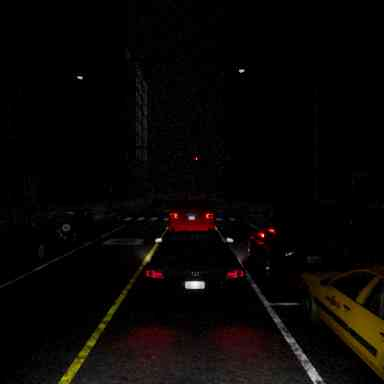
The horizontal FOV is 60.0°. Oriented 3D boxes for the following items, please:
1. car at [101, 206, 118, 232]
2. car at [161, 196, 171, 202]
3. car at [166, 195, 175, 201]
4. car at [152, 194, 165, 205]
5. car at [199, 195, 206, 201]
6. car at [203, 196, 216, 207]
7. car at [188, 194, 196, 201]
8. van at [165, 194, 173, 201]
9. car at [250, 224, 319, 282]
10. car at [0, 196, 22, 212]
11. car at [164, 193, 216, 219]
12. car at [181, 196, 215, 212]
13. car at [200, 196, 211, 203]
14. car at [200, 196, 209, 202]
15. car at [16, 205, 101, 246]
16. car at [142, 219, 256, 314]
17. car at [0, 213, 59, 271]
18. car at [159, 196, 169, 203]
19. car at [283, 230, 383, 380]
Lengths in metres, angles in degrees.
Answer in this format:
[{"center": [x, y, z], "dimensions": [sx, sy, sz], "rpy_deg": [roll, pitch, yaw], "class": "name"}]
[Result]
[{"center": [-5.778, 1.526, 20.321], "dimensions": [1.752, 1.417, 4.829], "rpy_deg": [0, 0, 0], "class": "car"}, {"center": [-5.816, 1.547, 74.041], "dimensions": [1.752, 1.417, 4.829], "rpy_deg": [0, 0, 0], "class": "car"}, {"center": [-5.828, 1.584, 90.524], "dimensions": [2.008, 1.369, 4.403], "rpy_deg": [0, 0, 0], "class": "car"}, {"center": [-5.805, 1.328, 57.899], "dimensions": [2.192, 1.841, 5.009], "rpy_deg": [0, 0, 0], "class": "car"}, {"center": [2.701, 1.555, 85.262], "dimensions": [1.752, 1.417, 4.829], "rpy_deg": [0, 0, 0], "class": "car"}, {"center": [2.724, 1.451, 52.467], "dimensions": [1.967, 1.590, 4.097], "rpy_deg": [0, 0, 0], "class": "car"}, {"center": [-0.063, 1.387, 88.963], "dimensions": [2.097, 1.767, 4.553], "rpy_deg": [0, 0, 0], "class": "car"}, {"center": [-5.824, 1.370, 85.087], "dimensions": [1.690, 1.788, 3.998], "rpy_deg": [0, 0, 0], "class": "van"}, {"center": [2.754, 1.566, 9.585], "dimensions": [1.947, 1.339, 4.313], "rpy_deg": [0, 0, 0], "class": "car"}, {"center": [-17.941, 1.170, 31.941], "dimensions": [4.902, 1.511, 2.128], "rpy_deg": [1, 0, 0], "class": "car"}, {"center": [-0.009, 1.222, 17.131], "dimensions": [2.150, 2.045, 5.566], "rpy_deg": [0, 0, 0], "class": "car"}, {"center": [0.648, 1.366, 40.753], "dimensions": [2.097, 1.767, 4.553], "rpy_deg": [0, 0, -29], "class": "car"}, {"center": [2.713, 1.570, 68.779], "dimensions": [2.008, 1.369, 4.403], "rpy_deg": [0, 0, 0], "class": "car"}, {"center": [2.709, 1.567, 74.217], "dimensions": [1.887, 1.381, 4.507], "rpy_deg": [0, 0, 0], "class": "car"}, {"center": [-5.775, 1.440, 15.034], "dimensions": [1.967, 1.590, 4.097], "rpy_deg": [0, 0, 0], "class": "car"}, {"center": [0.054, 1.564, 7.711], "dimensions": [1.994, 1.385, 4.181], "rpy_deg": [0, 0, 0], "class": "car"}, {"center": [-5.771, 1.545, 9.577], "dimensions": [1.887, 1.381, 4.507], "rpy_deg": [0, 0, 0], "class": "car"}, {"center": [-5.812, 1.601, 68.773], "dimensions": [1.802, 1.307, 4.206], "rpy_deg": [0, 0, 0], "class": "car"}, {"center": [2.758, 1.525, 4.298], "dimensions": [1.752, 1.417, 4.829], "rpy_deg": [0, 0, 0], "class": "car"}]
